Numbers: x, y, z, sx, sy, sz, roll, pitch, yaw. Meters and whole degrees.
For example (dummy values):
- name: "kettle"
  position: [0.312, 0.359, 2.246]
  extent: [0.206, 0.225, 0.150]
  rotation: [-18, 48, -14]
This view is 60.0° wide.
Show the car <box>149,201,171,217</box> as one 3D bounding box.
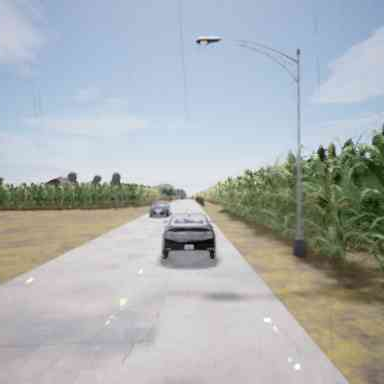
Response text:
- name: "car"
  position: [-3.059, 1.614, 32.624]
  extent: [2.128, 1.511, 4.902]
  rotation: [0, 0, 0]

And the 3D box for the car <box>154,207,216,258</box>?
- name: "car"
  position: [-0.116, 1.541, 12.951]
  extent: [2.128, 1.511, 4.902]
  rotation: [0, 0, -1]
